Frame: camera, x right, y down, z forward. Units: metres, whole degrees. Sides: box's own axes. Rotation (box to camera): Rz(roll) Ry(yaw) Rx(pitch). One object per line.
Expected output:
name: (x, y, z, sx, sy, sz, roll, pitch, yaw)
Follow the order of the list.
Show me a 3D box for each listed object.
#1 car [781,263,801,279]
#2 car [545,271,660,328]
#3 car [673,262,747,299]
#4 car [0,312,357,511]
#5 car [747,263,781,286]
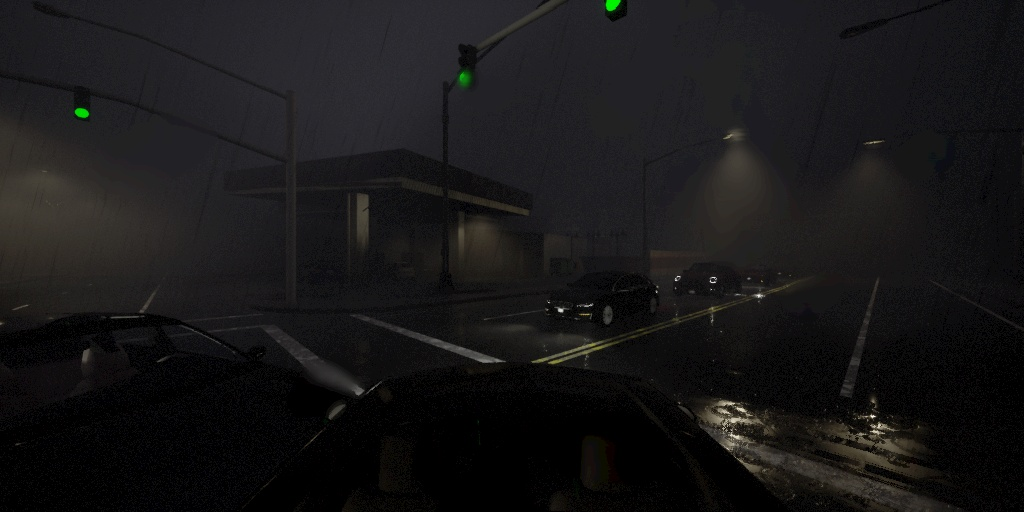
car: (24.343, 1.314, 32.057, 4.181, 1.385, 1.994, 0, 0, -44)
car: (3.083, 1.255, 11.615, 4.892, 1.490, 1.837, 0, 0, -44)
car: (10.041, 1.102, 18.340, 4.553, 1.767, 2.097, 0, 0, -44)
car: (-3.375, 1.242, 2.708, 4.902, 1.511, 2.128, 0, 0, 16)
car: (17.087, 1.314, 25.129, 4.181, 1.385, 1.994, 0, 0, -45)
